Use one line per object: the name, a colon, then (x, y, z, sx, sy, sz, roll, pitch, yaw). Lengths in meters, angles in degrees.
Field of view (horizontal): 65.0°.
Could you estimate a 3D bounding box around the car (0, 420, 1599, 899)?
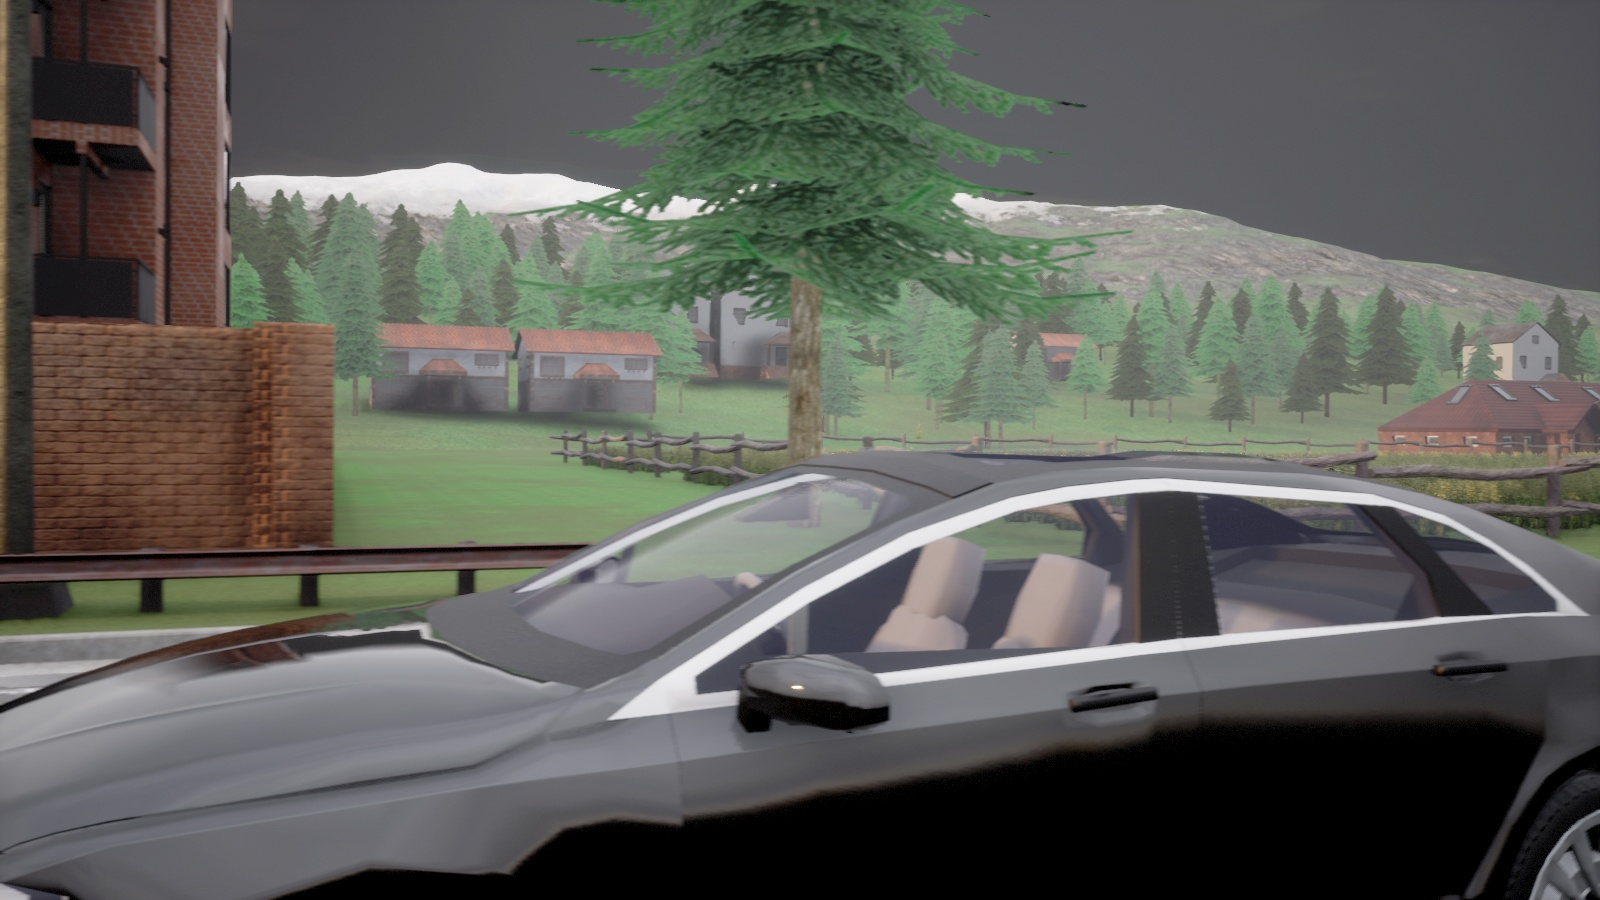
car: (0.297, 0.696, 3.353, 4.902, 1.511, 2.128, -1, 1, -21)
